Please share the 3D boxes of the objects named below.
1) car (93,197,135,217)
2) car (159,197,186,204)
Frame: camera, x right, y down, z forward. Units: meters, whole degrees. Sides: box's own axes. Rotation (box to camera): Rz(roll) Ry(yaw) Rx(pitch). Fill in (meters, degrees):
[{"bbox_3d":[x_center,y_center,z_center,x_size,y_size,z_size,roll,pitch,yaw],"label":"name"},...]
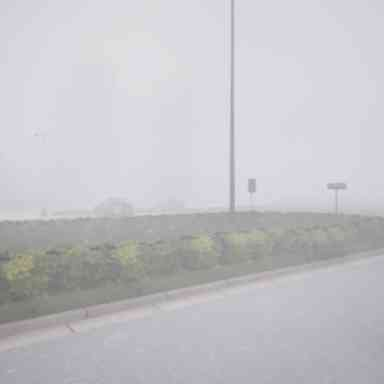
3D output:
[{"bbox_3d":[-6.381,1.335,26.918,1.932,1.855,4.605,0,0,-36],"label":"car"},{"bbox_3d":[-2.798,1.539,45.873,2.242,1.667,4.611,0,0,-36],"label":"car"}]
